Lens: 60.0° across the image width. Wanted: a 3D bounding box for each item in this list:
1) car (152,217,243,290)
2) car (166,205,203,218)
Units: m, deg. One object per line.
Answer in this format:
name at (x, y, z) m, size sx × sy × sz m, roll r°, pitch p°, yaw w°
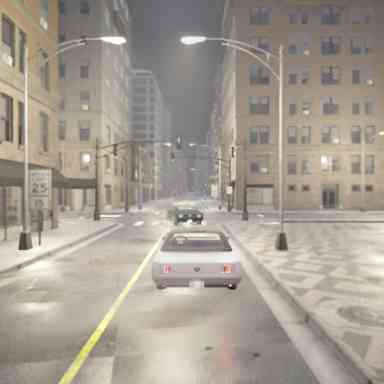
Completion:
car at (0.104, 1.595, 8.997) m, size 1.895 × 1.301 × 4.718 m, roll 0°, pitch 0°, yaw 0°
car at (-0.655, 1.585, 23.742) m, size 1.895 × 1.301 × 4.718 m, roll 0°, pitch 0°, yaw -13°
